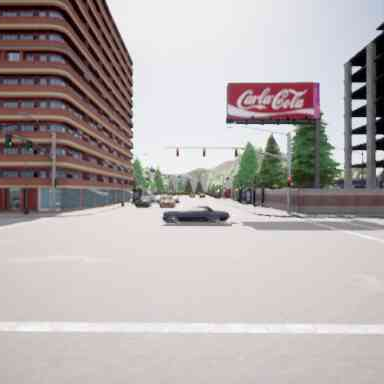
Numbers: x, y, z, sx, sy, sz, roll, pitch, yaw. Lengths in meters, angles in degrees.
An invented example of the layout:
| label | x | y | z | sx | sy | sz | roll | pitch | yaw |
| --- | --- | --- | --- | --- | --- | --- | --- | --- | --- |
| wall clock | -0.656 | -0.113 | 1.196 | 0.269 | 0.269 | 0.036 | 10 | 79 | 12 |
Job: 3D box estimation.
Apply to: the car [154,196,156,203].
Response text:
| label | x | y | z | sx | sy | sz | roll | pitch | yaw |
| --- | --- | --- | --- | --- | --- | --- | --- | --- | --- |
| car | -6.942 | 1.517 | 64.939 | 2.128 | 1.511 | 4.902 | 0 | 0 | 1 |

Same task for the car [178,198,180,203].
| label | x | y | z | sx | sy | sz | roll | pitch | yaw |
| --- | --- | --- | --- | --- | --- | --- | --- | --- | --- |
| car | -3.441 | 1.589 | 65.269 | 1.994 | 1.385 | 4.181 | 0 | 0 | 1 |

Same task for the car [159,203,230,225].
| label | x | y | z | sx | sy | sz | roll | pitch | yaw |
| --- | --- | --- | --- | --- | --- | --- | --- | --- | --- |
| car | 0.220 | 1.612 | 23.453 | 4.718 | 1.301 | 1.895 | 0 | 0 | 0 |

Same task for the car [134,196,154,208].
| label | x | y | z | sx | sy | sz | roll | pitch | yaw |
| --- | --- | --- | --- | --- | --- | --- | --- | --- | --- |
| car | -7.030 | 1.619 | 47.713 | 1.895 | 1.301 | 4.718 | 0 | 0 | 0 |

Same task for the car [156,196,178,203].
| label | x | y | z | sx | sy | sz | roll | pitch | yaw |
| --- | --- | --- | --- | --- | --- | --- | --- | --- | --- |
| car | -3.528 | 1.371 | 47.760 | 2.097 | 1.767 | 4.553 | 0 | 0 | 0 |
